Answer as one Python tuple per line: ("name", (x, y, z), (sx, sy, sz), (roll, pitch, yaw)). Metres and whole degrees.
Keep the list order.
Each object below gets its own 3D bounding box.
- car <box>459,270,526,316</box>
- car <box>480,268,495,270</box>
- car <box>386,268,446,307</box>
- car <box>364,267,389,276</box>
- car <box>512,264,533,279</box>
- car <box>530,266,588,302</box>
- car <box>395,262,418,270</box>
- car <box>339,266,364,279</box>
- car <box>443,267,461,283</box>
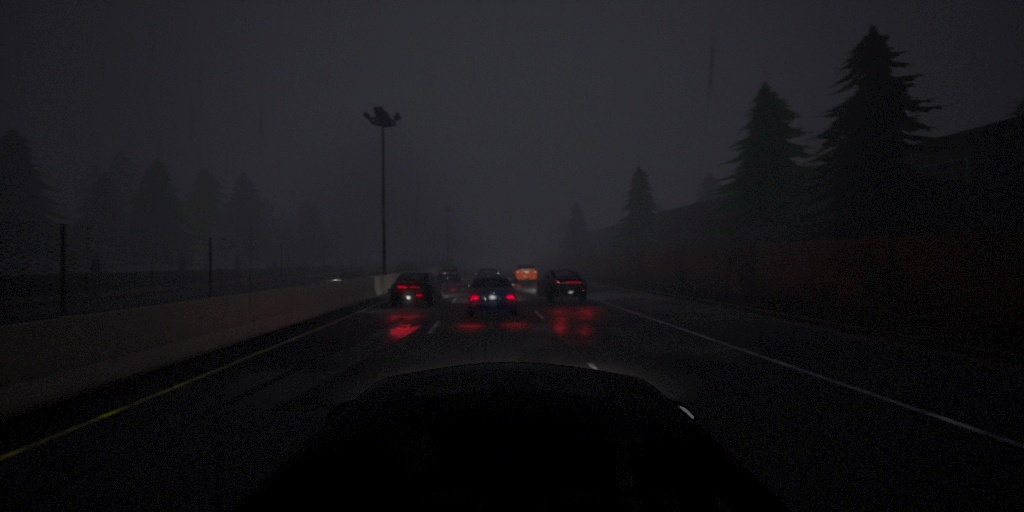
("car", (-0.821, 1.478, 14.480), (2.033, 1.411, 5.357), (-1, -1, -4))
("car", (-1.990, 1.692, 29.432), (2.033, 1.411, 5.357), (-1, -1, -4))
("car", (-4.556, 1.529, 17.534), (1.837, 1.490, 4.892), (-1, -1, -4))
("car", (-17.608, 2.138, 47.647), (1.812, 1.442, 4.674), (-1, -1, -4))
("car", (1.158, 1.514, 34.253), (2.097, 1.767, 4.553), (-1, -1, -4))
("car", (2.415, 1.423, 18.167), (2.128, 1.511, 4.902), (-1, -1, -4))
("car", (-14.169, 1.796, 48.518), (2.150, 2.045, 5.566), (-1, -1, -4))
("car", (-21.094, 2.137, 47.356), (1.882, 1.535, 5.008), (-1, -1, -4))
("car", (-5.838, 1.752, 33.989), (2.128, 1.511, 4.902), (-1, -1, -4))
